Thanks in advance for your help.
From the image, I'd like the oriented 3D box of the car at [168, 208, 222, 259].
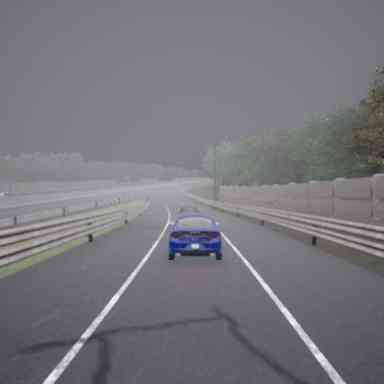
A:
[{"bbox_3d":[0.113,1.636,13.308,1.882,1.535,5.008,0,0,0],"label":"car"}]
